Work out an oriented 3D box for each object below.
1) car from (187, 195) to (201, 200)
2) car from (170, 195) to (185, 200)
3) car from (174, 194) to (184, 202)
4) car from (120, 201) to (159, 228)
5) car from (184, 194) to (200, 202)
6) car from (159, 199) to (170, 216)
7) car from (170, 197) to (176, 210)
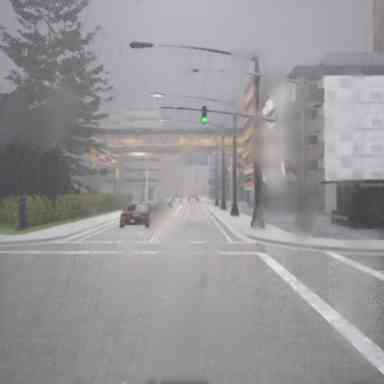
[{"bbox_3d":[0.494,1.375,81.525,1.853,1.218,4.536,0,0,-20],"label":"car"},{"bbox_3d":[-3.627,1.396,81.831,1.853,1.218,4.536,0,0,25],"label":"car"},{"bbox_3d":[-3.647,1.554,81.784,2.038,1.542,4.974,0,0,25],"label":"car"},{"bbox_3d":[-3.603,1.499,22.692,1.882,1.535,5.008,0,0,0],"label":"car"},{"bbox_3d":[0.513,1.533,81.476,2.038,1.542,4.974,0,0,-20],"label":"car"},{"bbox_3d":[-3.596,1.636,32.830,1.895,1.301,4.718,0,0,0],"label":"car"},{"bbox_3d":[-3.566,1.612,42.770,1.994,1.385,4.181,0,0,0],"label":"car"}]
